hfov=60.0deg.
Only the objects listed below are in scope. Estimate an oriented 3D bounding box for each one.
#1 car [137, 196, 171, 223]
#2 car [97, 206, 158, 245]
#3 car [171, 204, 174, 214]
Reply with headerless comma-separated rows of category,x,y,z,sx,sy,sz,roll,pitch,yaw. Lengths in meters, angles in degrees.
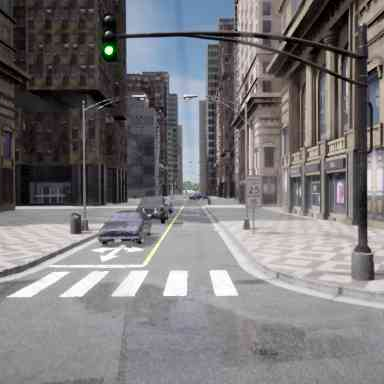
car,-3.105,1.347,26.720,2.150,2.045,5.566,0,0,-1
car,-3.107,1.642,16.501,2.033,1.411,5.357,0,0,0
car,-3.087,1.682,37.051,1.812,1.442,4.674,0,0,0
